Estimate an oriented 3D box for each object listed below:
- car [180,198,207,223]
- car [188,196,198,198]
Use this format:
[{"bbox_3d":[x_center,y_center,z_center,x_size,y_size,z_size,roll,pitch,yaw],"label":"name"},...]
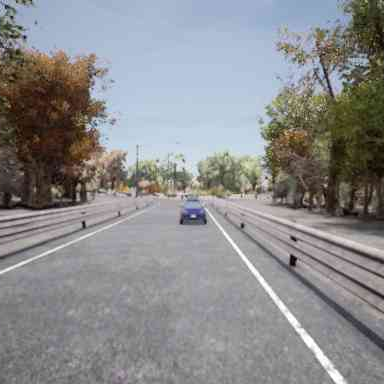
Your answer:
[{"bbox_3d":[0.097,1.439,24.523,1.812,1.442,4.674,0,0,0],"label":"car"},{"bbox_3d":[0.097,1.351,43.770,1.837,1.490,4.892,0,0,0],"label":"car"}]
